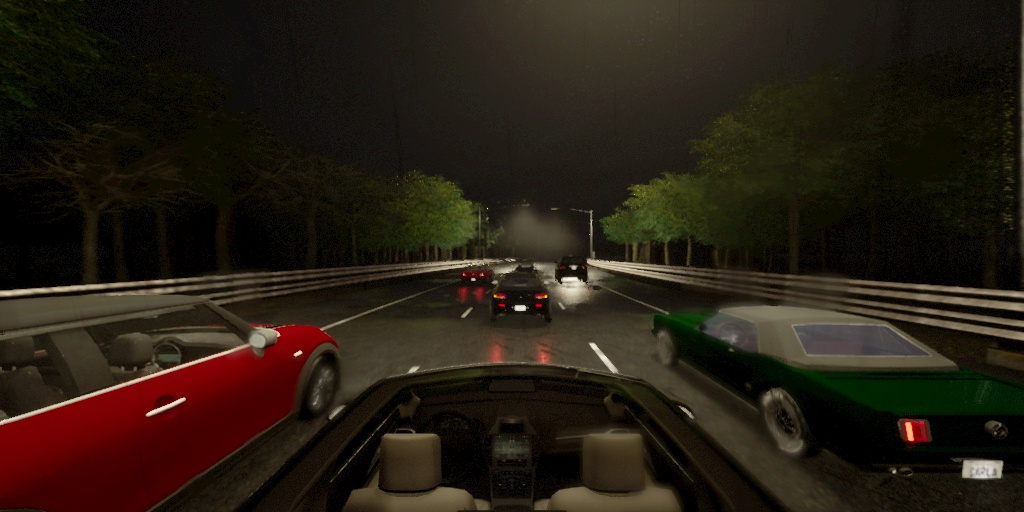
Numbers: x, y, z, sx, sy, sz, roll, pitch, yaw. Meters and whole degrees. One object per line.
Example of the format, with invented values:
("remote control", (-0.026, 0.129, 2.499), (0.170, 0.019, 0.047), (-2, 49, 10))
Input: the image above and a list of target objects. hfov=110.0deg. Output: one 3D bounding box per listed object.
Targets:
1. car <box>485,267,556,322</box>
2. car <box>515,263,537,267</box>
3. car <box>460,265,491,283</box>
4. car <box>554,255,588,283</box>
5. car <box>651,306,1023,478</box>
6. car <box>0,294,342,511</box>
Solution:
("car", (0.294, 1.266, 12.208), (1.812, 1.442, 4.674), (0, 0, 2))
("car", (1.157, 1.285, 29.396), (1.994, 1.385, 4.181), (0, 0, 4))
("car", (-2.527, 1.321, 27.014), (1.895, 1.301, 4.718), (0, 0, 4))
("car", (4.552, 0.948, 27.959), (2.150, 2.045, 5.566), (0, 0, 4))
("car", (3.644, 1.351, 4.975), (1.895, 1.301, 4.718), (0, 0, 1))
("car", (-3.355, 1.098, 3.004), (2.097, 1.767, 4.553), (0, 0, 0))
